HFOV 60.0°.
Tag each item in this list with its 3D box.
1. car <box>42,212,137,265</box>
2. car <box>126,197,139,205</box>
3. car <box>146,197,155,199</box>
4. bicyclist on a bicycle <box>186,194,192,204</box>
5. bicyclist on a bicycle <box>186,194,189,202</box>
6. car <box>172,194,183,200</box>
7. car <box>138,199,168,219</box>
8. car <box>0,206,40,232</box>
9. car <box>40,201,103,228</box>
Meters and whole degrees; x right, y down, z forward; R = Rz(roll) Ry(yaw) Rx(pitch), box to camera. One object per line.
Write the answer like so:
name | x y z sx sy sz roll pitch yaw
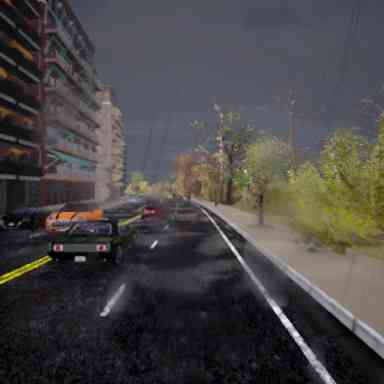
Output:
car | -3.147 1.605 11.617 1.895 1.301 4.718 0 0 0
car | -10.844 1.627 60.495 1.895 1.301 4.718 0 0 -3
car | -7.629 1.571 61.364 2.033 1.411 5.357 0 0 -3
bicyclist on a bicycle | -0.423 1.472 65.115 0.582 1.620 1.656 0 0 -4
bicyclist on a bicycle | -1.039 1.389 74.164 0.659 1.776 1.843 0 0 -4
car | -3.576 1.418 93.007 2.128 1.511 4.902 0 0 -6
car | -3.197 1.577 29.019 1.994 1.385 4.181 0 0 -1
car | -9.854 1.572 20.124 1.994 1.385 4.181 0 0 0
car | -6.603 1.360 19.239 2.097 1.767 4.553 0 0 0
